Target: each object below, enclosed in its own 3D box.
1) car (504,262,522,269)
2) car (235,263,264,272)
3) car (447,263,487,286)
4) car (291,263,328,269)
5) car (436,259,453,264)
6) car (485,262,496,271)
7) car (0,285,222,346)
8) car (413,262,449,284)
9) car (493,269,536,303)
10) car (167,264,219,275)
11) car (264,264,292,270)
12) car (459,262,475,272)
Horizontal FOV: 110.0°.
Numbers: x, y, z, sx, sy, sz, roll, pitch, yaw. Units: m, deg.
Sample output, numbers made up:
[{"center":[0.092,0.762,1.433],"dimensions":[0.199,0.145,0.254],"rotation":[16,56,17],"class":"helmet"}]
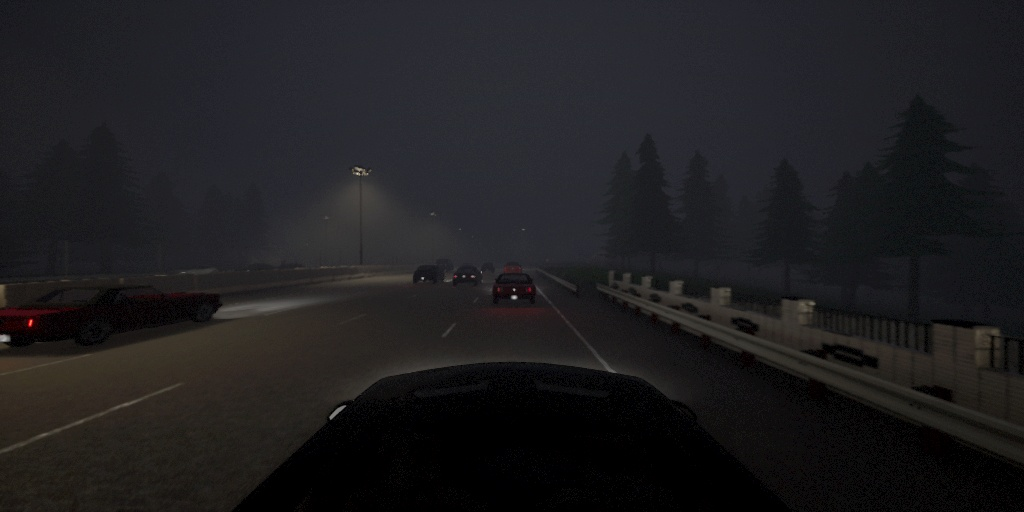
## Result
[{"center":[0.079,1.452,42.759],"dimensions":[2.097,1.767,4.553],"rotation":[0,0,0],"class":"car"},{"center":[-28.081,1.551,39.500],"dimensions":[1.882,1.535,5.008],"rotation":[0,-1,0],"class":"car"},{"center":[-3.407,1.521,27.949],"dimensions":[2.033,1.411,5.357],"rotation":[0,0,0],"class":"car"},{"center":[-21.089,1.666,38.598],"dimensions":[1.895,1.301,4.718],"rotation":[0,-1,0],"class":"car"},{"center":[-10.457,1.431,55.424],"dimensions":[2.150,2.045,5.566],"rotation":[0,0,0],"class":"car"},{"center":[-3.448,1.690,52.744],"dimensions":[1.837,1.490,4.892],"rotation":[0,0,0],"class":"car"},{"center":[-10.402,1.415,9.567],"dimensions":[1.895,1.301,4.718],"rotation":[0,0,0],"class":"car"},{"center":[-6.908,1.497,30.152],"dimensions":[1.837,1.490,4.892],"rotation":[0,-1,0],"class":"car"},{"center":[0.096,1.484,17.461],"dimensions":[1.895,1.301,4.718],"rotation":[0,0,0],"class":"car"},{"center":[-31.577,1.566,35.711],"dimensions":[1.812,1.442,4.674],"rotation":[0,-1,0],"class":"car"},{"center":[-24.583,1.581,39.736],"dimensions":[1.837,1.490,4.892],"rotation":[0,-1,0],"class":"car"},{"center":[-6.957,1.735,55.607],"dimensions":[1.812,1.442,4.674],"rotation":[0,0,0],"class":"car"}]
